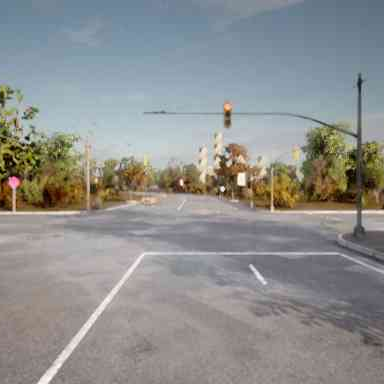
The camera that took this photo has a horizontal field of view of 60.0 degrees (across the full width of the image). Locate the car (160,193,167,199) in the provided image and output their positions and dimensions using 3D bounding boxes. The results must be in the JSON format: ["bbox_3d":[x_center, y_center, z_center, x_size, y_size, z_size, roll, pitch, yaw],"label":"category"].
[{"bbox_3d":[-6.898,0.892,77.872,1.882,1.535,5.008,0,1,0],"label":"car"}]

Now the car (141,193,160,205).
[{"bbox_3d":[-6.877,1.133,53.442,2.097,1.767,4.553,0,0,0],"label":"car"}]
